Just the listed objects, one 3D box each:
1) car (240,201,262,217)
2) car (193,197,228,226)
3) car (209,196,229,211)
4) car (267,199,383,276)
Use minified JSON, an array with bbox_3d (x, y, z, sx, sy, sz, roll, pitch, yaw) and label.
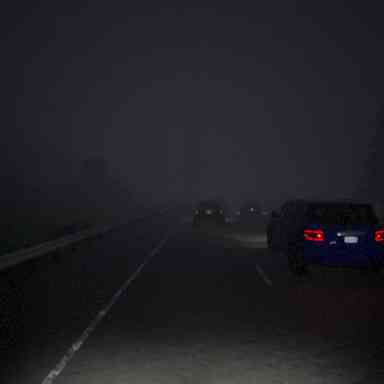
[{"bbox_3d":[5.714,1.586,32.328,1.994,1.385,4.181,0,0,7],"label":"car"},{"bbox_3d":[1.283,1.366,23.643,2.097,1.767,4.553,0,0,5],"label":"car"},{"bbox_3d":[3.372,1.376,40.943,2.097,1.767,4.553,0,0,8],"label":"car"},{"bbox_3d":[3.890,1.231,10.596,2.150,2.045,5.566,0,0,2],"label":"car"}]
